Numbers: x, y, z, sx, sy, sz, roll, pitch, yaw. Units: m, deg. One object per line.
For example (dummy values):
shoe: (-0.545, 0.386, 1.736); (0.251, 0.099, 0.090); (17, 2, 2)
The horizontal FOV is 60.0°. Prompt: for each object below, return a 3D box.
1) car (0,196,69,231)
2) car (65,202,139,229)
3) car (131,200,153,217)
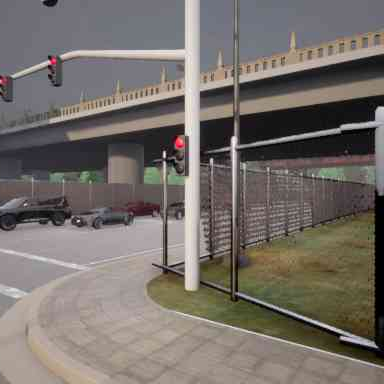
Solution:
car: (-10.616, 1.277, 21.658); (2.150, 2.045, 5.566); (0, 0, 36)
car: (-5.897, 1.619, 22.254); (1.994, 1.385, 4.181); (0, 0, 35)
car: (-4.941, 1.533, 29.660); (1.882, 1.535, 5.008); (0, 0, 35)
